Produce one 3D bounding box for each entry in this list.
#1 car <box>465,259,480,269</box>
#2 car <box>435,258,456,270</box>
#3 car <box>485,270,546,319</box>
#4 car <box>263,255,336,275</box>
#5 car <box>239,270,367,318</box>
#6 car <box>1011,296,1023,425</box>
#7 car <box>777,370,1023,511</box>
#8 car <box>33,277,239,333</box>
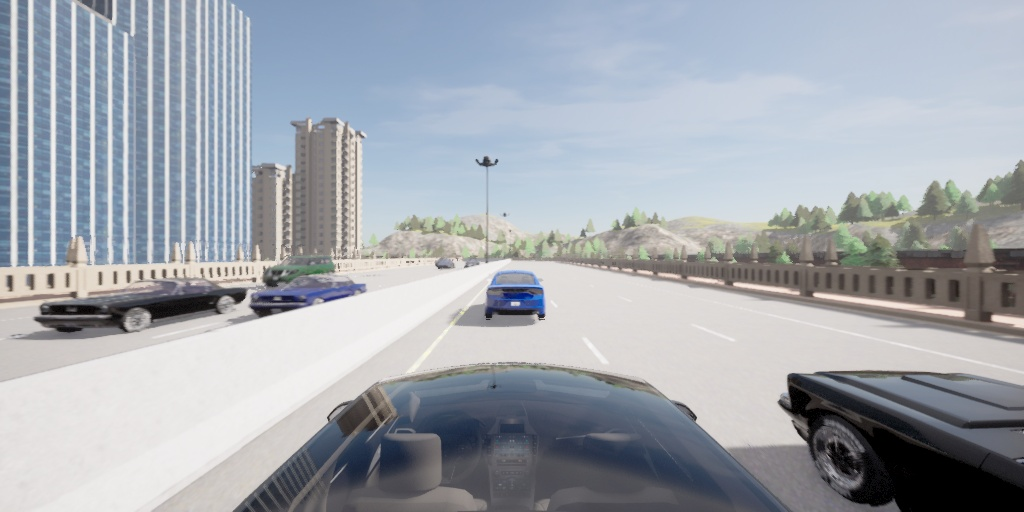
[{"bbox_3d":[-6.107,1.243,55.494,2.128,1.511,4.902,0,0,2],"label":"car"},{"bbox_3d":[-9.677,1.298,53.280,2.033,1.411,5.357,0,0,2],"label":"car"},{"bbox_3d":[0.100,1.228,12.804,1.882,1.535,5.008,0,0,0],"label":"car"},{"bbox_3d":[-14.000,0.971,24.065,2.150,2.045,5.566,0,0,1],"label":"car"},{"bbox_3d":[-7.090,1.351,13.032,1.895,1.301,4.718,0,0,0],"label":"car"},{"bbox_3d":[7.100,1.242,1.883,2.128,1.511,4.902,0,0,0],"label":"car"},{"bbox_3d":[3.601,1.351,1.442,1.895,1.301,4.718,0,0,0],"label":"car"},{"bbox_3d":[-10.594,1.350,10.825,1.895,1.301,4.718,0,0,0],"label":"car"}]
